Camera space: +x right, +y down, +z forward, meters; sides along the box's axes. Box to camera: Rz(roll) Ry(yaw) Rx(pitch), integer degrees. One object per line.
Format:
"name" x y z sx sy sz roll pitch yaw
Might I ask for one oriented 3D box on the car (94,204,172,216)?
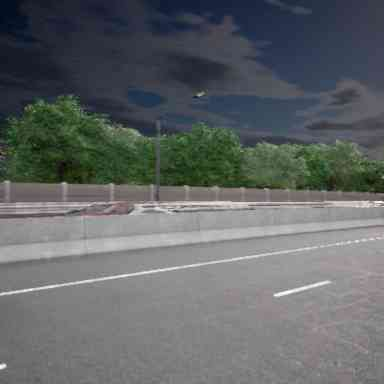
"car" -2.862 1.585 19.145 4.674 1.442 1.812 1 0 -35

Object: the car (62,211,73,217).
"car" -6.838 1.608 24.908 5.357 1.411 2.033 1 0 -35

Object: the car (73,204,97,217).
"car" -4.859 1.537 22.019 5.008 1.535 1.882 1 0 -35
